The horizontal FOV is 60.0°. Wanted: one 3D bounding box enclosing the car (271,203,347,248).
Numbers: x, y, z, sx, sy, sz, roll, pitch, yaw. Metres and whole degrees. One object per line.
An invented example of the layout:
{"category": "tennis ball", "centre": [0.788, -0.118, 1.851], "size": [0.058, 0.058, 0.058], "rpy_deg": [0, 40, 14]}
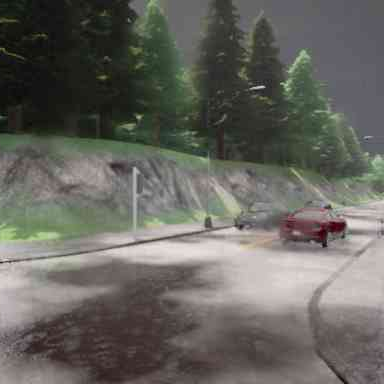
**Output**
{"category": "car", "centre": [5.601, 1.472, 15.076], "size": [1.882, 1.535, 5.008], "rpy_deg": [0, 0, 37]}

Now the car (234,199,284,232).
{"category": "car", "centre": [4.391, 1.341, 20.430], "size": [2.097, 1.767, 4.553], "rpy_deg": [0, 0, 36]}

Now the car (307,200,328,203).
{"category": "car", "centre": [11.197, 1.492, 29.955], "size": [1.837, 1.490, 4.892], "rpy_deg": [0, 1, 36]}
